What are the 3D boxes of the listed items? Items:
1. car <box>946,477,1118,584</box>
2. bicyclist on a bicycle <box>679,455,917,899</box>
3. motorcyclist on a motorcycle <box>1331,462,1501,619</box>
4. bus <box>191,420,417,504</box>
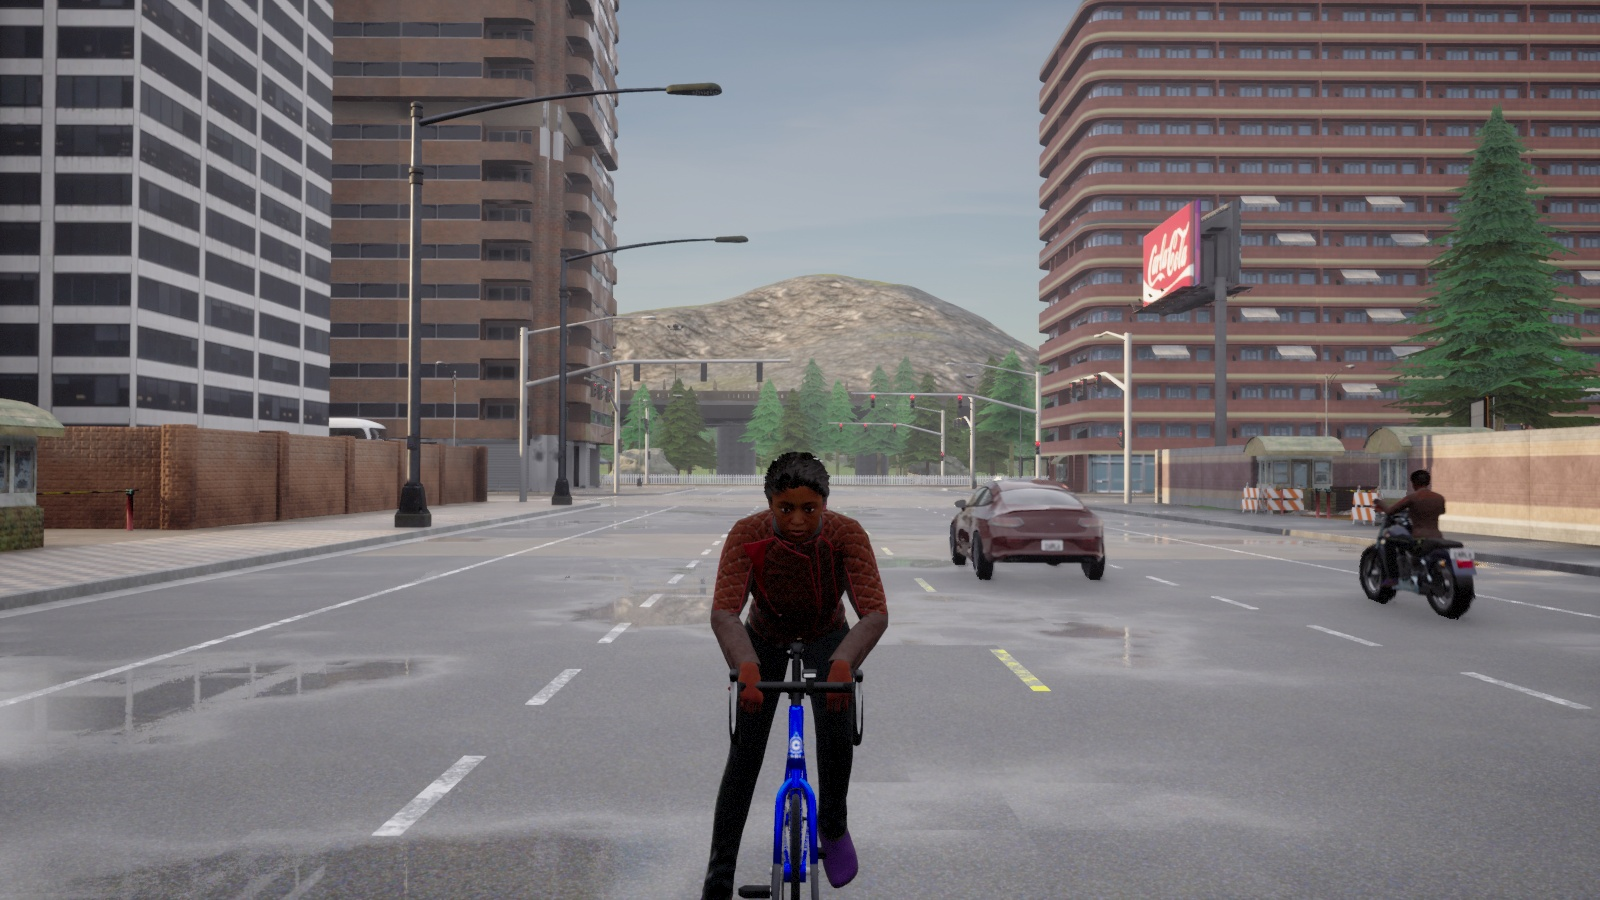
[{"bbox_3d":[3.474,1.156,19.642,1.812,1.442,4.674,0,-1,0],"label":"car"},{"bbox_3d":[-0.005,0.833,3.919,0.582,1.620,1.656,0,-1,0],"label":"bicyclist on a bicycle"},{"bbox_3d":[6.981,0.978,14.388,0.766,1.649,2.350,0,-1,0],"label":"motorcyclist on a motorcycle"},{"bbox_3d":[-25.840,0.645,65.902,10.273,4.253,3.944,0,-1,0],"label":"bus"}]
